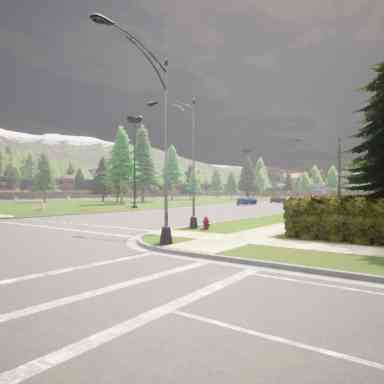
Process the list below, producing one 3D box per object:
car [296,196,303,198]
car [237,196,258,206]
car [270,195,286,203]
[{"bbox_3d":[18.509,1.478,56.831,1.882,1.535,5.008,0,0,36],"label":"car"},{"bbox_3d":[9.418,1.478,56.201,1.882,1.535,5.008,0,0,36],"label":"car"},{"bbox_3d":[17.518,1.353,67.408,2.097,1.767,4.553,0,0,36],"label":"car"}]
